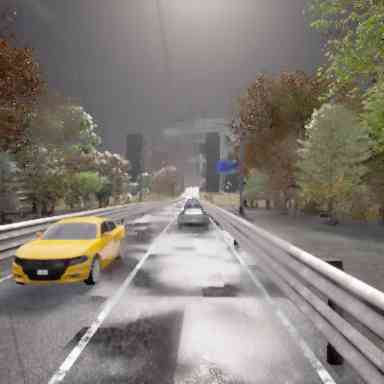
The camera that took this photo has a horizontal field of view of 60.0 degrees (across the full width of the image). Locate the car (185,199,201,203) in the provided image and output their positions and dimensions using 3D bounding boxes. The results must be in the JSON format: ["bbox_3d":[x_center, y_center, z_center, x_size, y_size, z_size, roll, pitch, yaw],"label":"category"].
[{"bbox_3d":[0.092,1.713,44.339,2.097,1.767,4.553,0,-1,0],"label":"car"}]

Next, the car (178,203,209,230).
[{"bbox_3d":[0.096,1.651,21.917,1.994,1.385,4.181,0,0,0],"label":"car"}]

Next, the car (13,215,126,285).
[{"bbox_3d":[-3.255,1.496,9.760,1.882,1.535,5.008,0,0,0],"label":"car"}]
